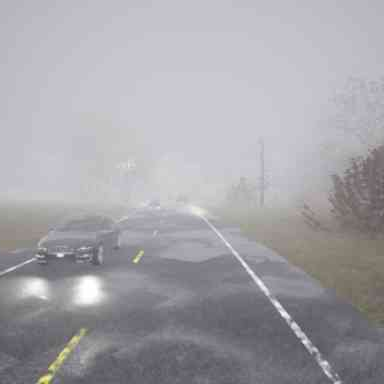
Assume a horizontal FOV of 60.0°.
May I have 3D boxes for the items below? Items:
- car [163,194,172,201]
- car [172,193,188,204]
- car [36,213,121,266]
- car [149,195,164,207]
[{"bbox_3d":[-5.607,1.457,83.355,1.837,1.490,4.892,0,0,-8],"label":"car"},{"bbox_3d":[-2.096,1.273,63.954,2.150,2.045,5.566,0,0,-6],"label":"car"},{"bbox_3d":[-3.751,1.539,11.775,1.837,1.490,4.892,0,0,-1],"label":"car"},{"bbox_3d":[-5.882,1.612,52.950,2.033,1.411,5.357,0,0,-4],"label":"car"}]
